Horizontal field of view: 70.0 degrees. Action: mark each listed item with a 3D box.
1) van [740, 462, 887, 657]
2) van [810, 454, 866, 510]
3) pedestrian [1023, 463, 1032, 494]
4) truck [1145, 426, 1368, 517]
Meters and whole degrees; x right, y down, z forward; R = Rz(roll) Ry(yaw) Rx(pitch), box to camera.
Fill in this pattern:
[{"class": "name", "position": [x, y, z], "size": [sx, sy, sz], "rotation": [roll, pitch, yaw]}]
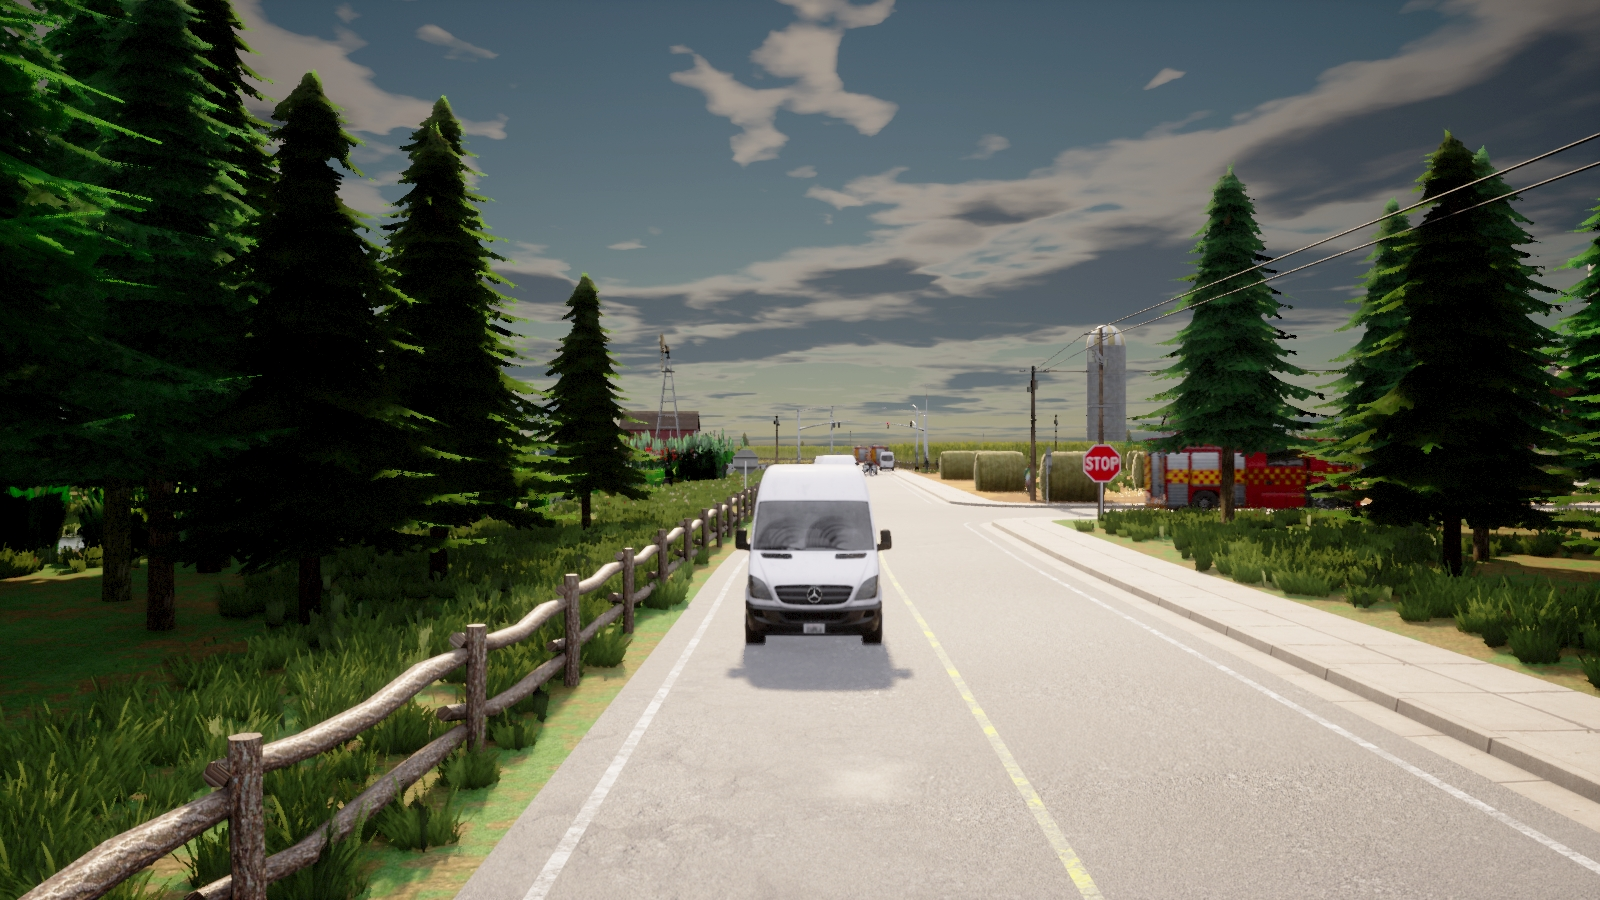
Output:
[{"class": "van", "position": [0.217, 1.507, 18.373], "size": [1.988, 2.561, 5.915], "rotation": [0, 0, 1]}, {"class": "van", "position": [1.812, 1.502, 56.194], "size": [1.988, 2.561, 5.915], "rotation": [-1, 0, -5]}, {"class": "pedestrian", "position": [13.403, 1.672, 67.202], "size": [0.375, 1.860, 0.375], "rotation": [0, 0, -31]}, {"class": "truck", "position": [19.524, 0.890, 49.201], "size": [8.468, 3.827, 2.891], "rotation": [0, 0, 0]}]
